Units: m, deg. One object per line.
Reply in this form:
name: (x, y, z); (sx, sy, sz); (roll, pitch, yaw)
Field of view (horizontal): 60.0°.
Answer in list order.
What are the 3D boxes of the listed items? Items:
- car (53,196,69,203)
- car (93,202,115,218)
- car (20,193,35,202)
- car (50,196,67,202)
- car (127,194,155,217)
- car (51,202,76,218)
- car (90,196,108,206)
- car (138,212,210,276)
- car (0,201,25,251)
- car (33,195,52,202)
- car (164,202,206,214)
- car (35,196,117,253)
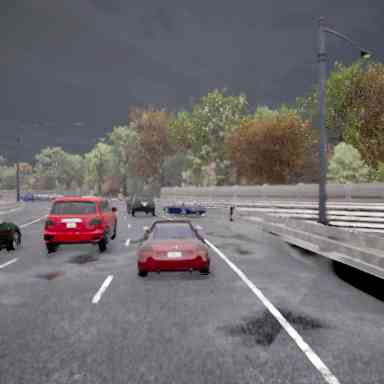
car: (-29.890, 1.652, 75.930); (1.994, 1.385, 4.181); (0, 0, -43)
car: (-8.445, 1.629, 31.590); (1.895, 1.301, 4.718); (0, 0, -17)
car: (-36.116, 1.202, 72.346); (5.566, 2.045, 2.150); (0, 0, 45)
car: (-31.036, 1.553, 77.163); (4.718, 1.301, 1.895); (0, 0, 45)
car: (-5.033, 1.238, 32.368); (2.150, 2.045, 5.566); (0, 0, -17)
car: (-12.085, 1.639, 31.497); (1.895, 1.301, 4.718); (0, 0, -18)
car: (-15.828, 1.536, 56.642); (1.837, 1.490, 4.892); (0, 0, -30)
car: (-0.607, 1.566, 10.483); (1.994, 1.385, 4.181); (0, 0, -5)
car: (-7.709, 1.378, 11.369); (2.097, 1.767, 4.553); (0, 0, -5)
car: (-33.554, 1.507, 74.734); (5.357, 1.411, 2.033); (0, 0, 45)
car: (-0.797, 1.592, 31.311); (1.895, 1.301, 4.718); (0, 0, -35)
car: (-4.480, 1.236, 14.066); (2.150, 2.045, 5.566); (0, 0, -7)
